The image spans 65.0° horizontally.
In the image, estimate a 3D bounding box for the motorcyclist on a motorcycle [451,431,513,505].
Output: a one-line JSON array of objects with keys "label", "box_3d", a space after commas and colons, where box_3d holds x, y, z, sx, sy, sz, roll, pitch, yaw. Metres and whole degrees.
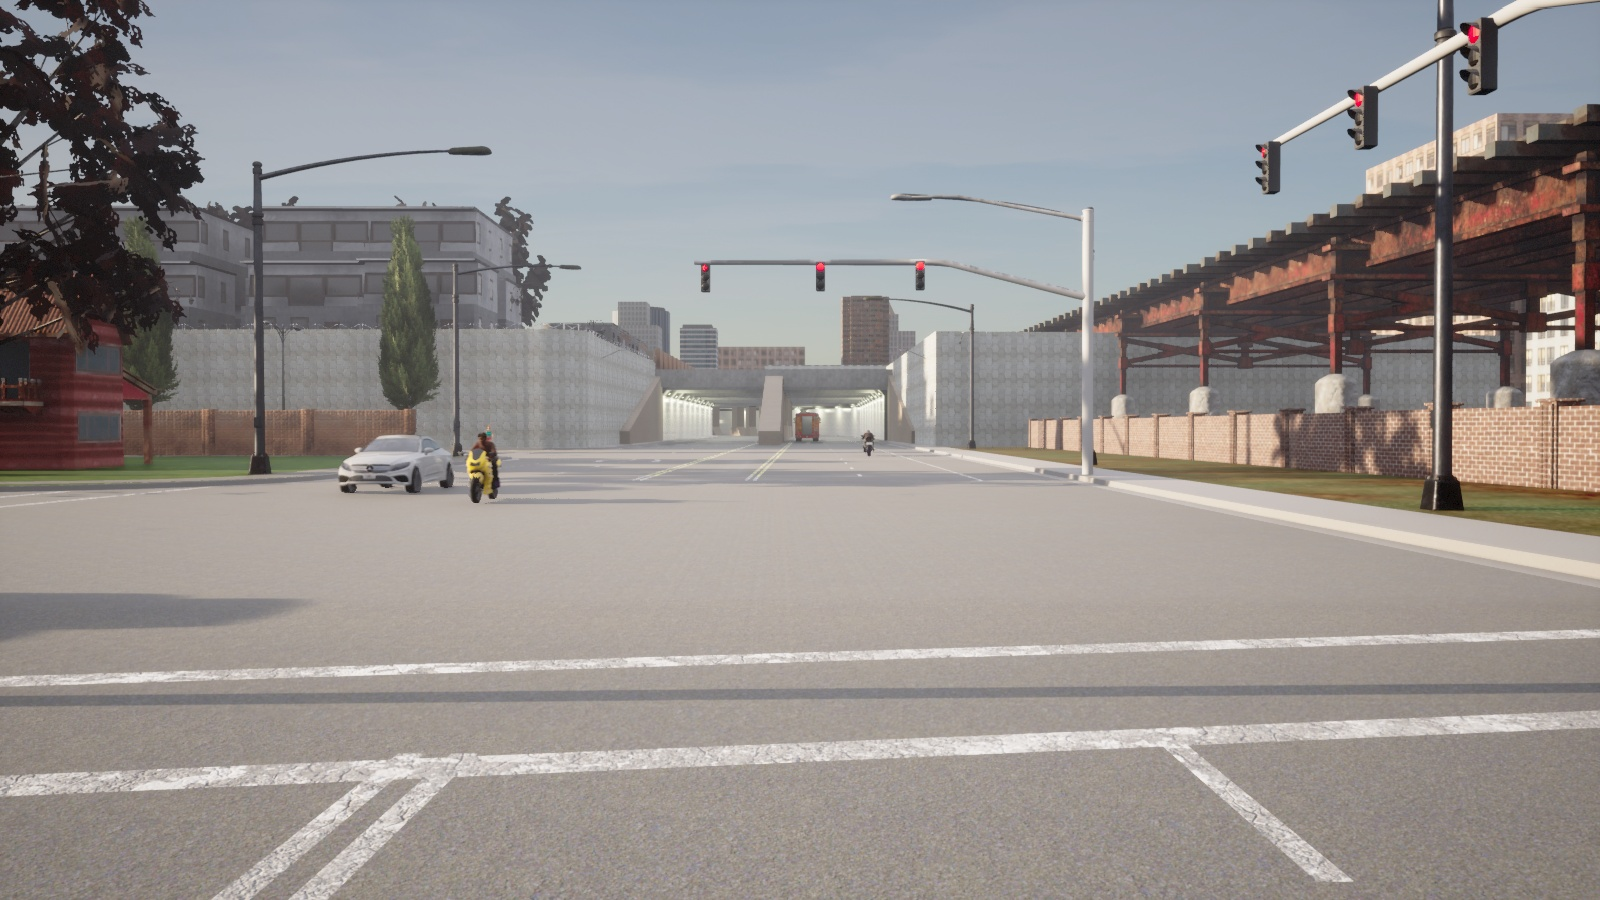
[{"label": "motorcyclist on a motorcycle", "box_3d": [-6.833, 0.358, 27.078, 0.797, 1.523, 2.044, 0, 1, 0]}]

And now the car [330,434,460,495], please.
[{"label": "car", "box_3d": [-10.304, 0.314, 32.329, 1.812, 1.442, 4.674, 0, 1, 0]}]
